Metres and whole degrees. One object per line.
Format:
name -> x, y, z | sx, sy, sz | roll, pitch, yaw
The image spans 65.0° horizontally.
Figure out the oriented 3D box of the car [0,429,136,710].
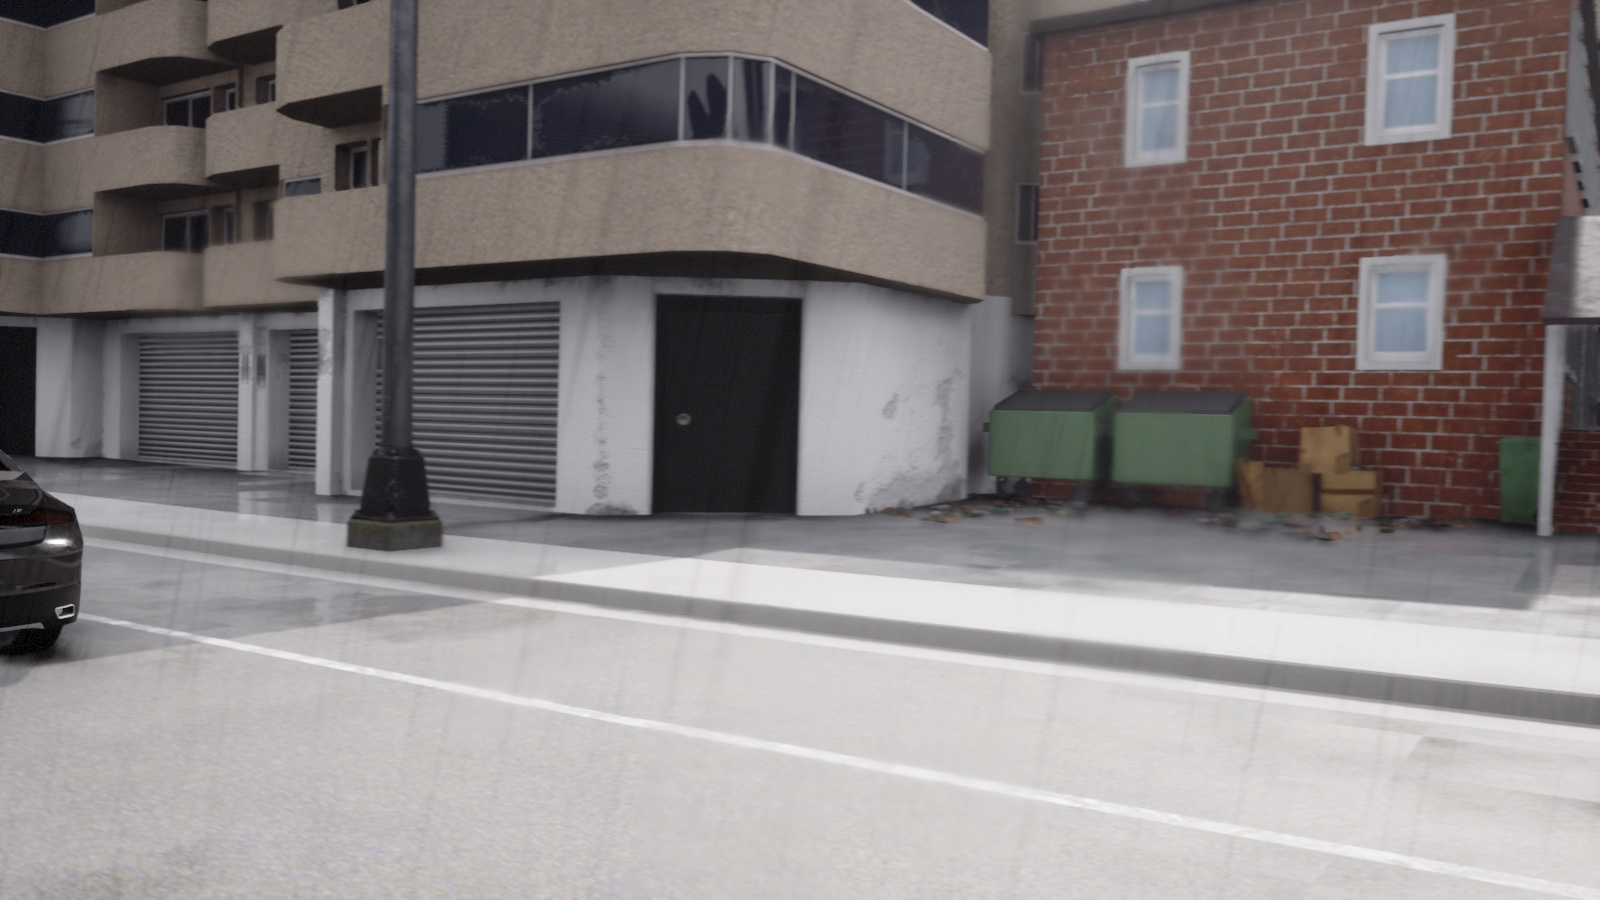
car -> -6.411, 0.614, 7.882 | 4.892, 1.490, 1.837 | 1, 1, 34
